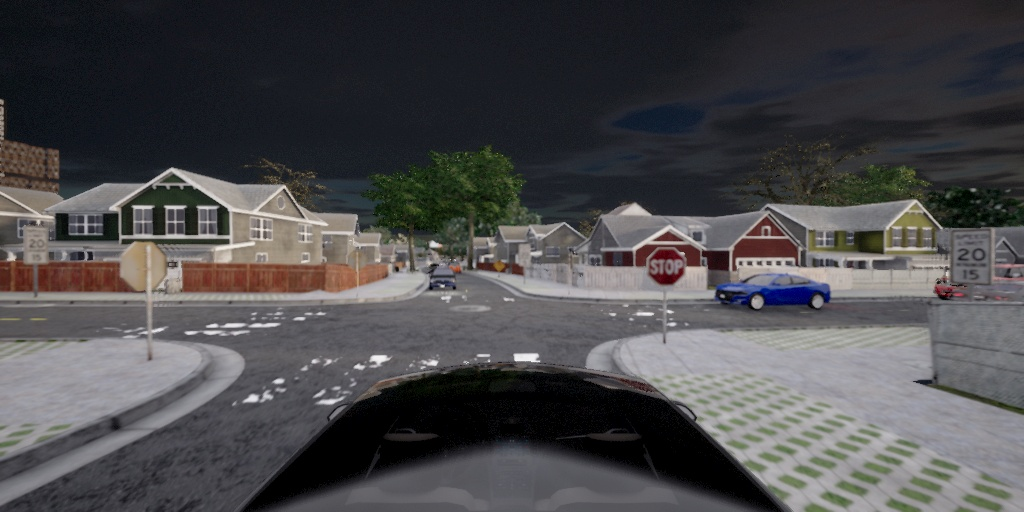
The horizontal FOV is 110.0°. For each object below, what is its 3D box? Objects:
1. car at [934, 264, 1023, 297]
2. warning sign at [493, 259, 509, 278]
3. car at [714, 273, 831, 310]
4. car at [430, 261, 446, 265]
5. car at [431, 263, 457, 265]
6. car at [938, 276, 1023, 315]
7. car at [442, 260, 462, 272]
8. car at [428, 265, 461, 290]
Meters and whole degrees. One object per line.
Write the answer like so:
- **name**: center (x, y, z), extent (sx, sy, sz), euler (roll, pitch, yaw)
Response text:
- **car**: center (25.635, 1.450, 19.134), extent (5.566, 2.045, 2.150), euler (1, 0, -14)
- **warning sign**: center (-1.301, 1.263, 36.221), extent (1.300, 1.860, 1.060), euler (0, 0, -12)
- **car**: center (11.687, 1.523, 16.191), extent (5.008, 1.535, 1.882), euler (1, 0, -11)
- **car**: center (-11.233, 1.880, 52.428), extent (1.837, 1.490, 4.892), euler (0, -1, -17)
- **car**: center (-7.445, 1.753, 38.645), extent (2.033, 1.411, 5.357), euler (0, -1, -13)
- **car**: center (21.446, 1.743, 15.139), extent (5.357, 1.411, 2.033), euler (1, 0, -12)
- **car**: center (-9.111, 1.741, 55.282), extent (2.097, 1.767, 4.553), euler (0, -1, -17)
- **car**: center (-4.927, 1.596, 25.829), extent (2.033, 1.411, 5.357), euler (0, -1, -9)
